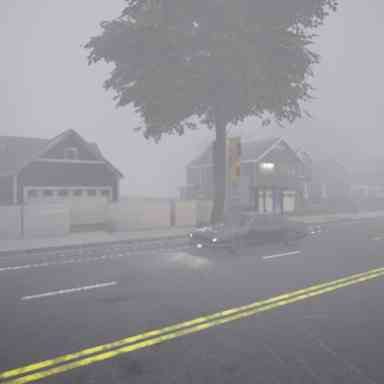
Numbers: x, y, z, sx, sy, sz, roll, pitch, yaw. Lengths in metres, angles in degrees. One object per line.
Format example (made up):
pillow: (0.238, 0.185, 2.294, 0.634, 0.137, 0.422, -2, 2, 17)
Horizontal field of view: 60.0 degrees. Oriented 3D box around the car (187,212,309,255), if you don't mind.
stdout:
car: (2.435, 1.529, 13.392, 5.357, 1.411, 2.033, 0, 0, -35)
